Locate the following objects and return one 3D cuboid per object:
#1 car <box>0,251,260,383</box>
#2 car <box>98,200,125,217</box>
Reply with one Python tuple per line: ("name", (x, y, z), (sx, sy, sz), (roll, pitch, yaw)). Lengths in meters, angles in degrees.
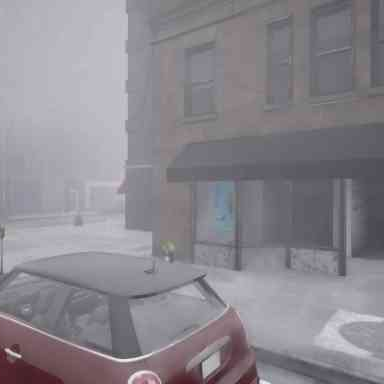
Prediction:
("car", (-1.418, 1.440, 3.864), (4.097, 1.590, 1.967), (0, 0, 36))
("car", (-6.823, 1.516, 31.843), (1.812, 1.442, 4.674), (0, 0, 35))
